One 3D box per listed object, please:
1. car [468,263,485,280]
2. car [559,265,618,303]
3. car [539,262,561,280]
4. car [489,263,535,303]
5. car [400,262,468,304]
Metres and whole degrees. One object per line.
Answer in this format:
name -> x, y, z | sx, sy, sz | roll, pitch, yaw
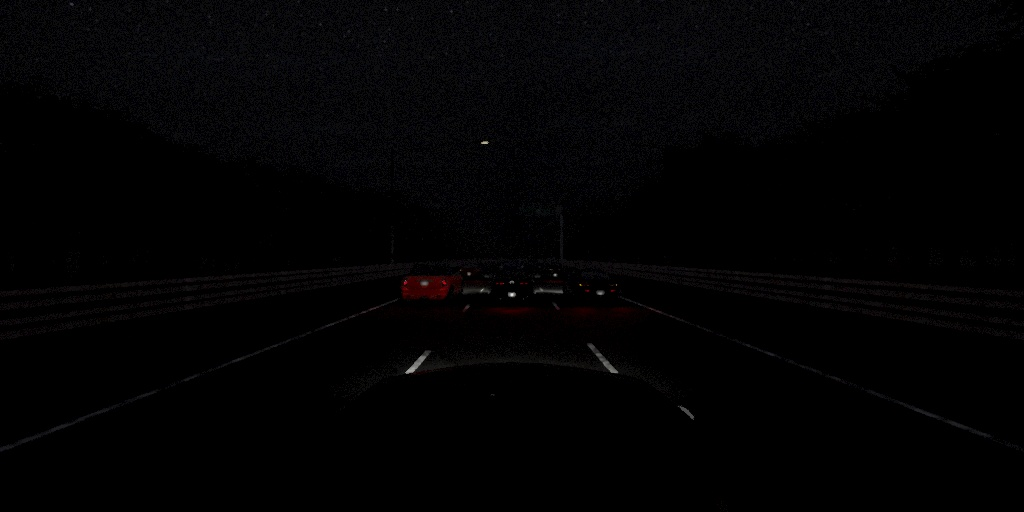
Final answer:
car -> -3.500, 1.300, 31.500 | 1.812, 1.442, 4.674 | 0, 0, 0
car -> 3.500, 1.285, 16.500 | 1.812, 1.442, 4.674 | 0, 0, 0
car -> 3.500, 1.283, 31.500 | 1.837, 1.490, 4.892 | 0, 0, 0
car -> 0.000, 1.269, 16.501 | 1.837, 1.490, 4.892 | 0, 0, 0
car -> -3.500, 1.118, 16.470 | 2.097, 1.767, 4.553 | 0, 0, 0
